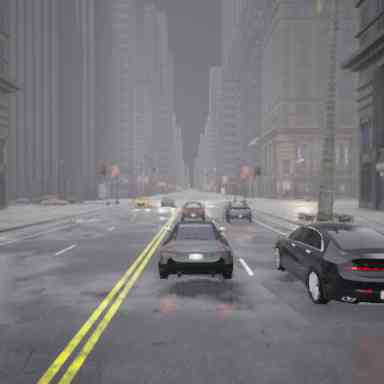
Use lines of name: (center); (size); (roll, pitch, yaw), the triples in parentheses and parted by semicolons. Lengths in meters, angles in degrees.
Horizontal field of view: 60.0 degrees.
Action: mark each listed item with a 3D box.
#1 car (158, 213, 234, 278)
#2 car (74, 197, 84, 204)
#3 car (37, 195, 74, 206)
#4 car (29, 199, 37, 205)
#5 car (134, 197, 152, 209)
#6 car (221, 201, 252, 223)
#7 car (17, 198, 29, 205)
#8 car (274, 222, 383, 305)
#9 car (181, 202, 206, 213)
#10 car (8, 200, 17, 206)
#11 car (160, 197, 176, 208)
car: (0.097, 1.553, 10.144); (1.994, 1.385, 4.181); (0, 0, 0)
car: (-23.999, 1.717, 66.667); (4.507, 1.381, 1.887); (-1, 1, 0)
car: (-23.857, 1.747, 58.139); (4.829, 1.417, 1.752); (-1, 1, 0)
car: (-29.090, 1.557, 66.679); (5.009, 1.841, 2.192); (-1, 1, 0)
car: (-6.559, 1.406, 45.279); (1.882, 1.535, 5.008); (0, 0, 1)
car: (3.344, 1.458, 25.335); (2.128, 1.511, 4.902); (0, 0, 0)
car: (-34.173, 1.892, 66.700); (4.206, 1.307, 1.802); (-1, 1, 0)
car: (3.347, 1.497, 8.047); (1.837, 1.490, 4.892); (0, 0, 0)
car: (0.092, 1.490, 26.396); (1.812, 1.442, 4.674); (0, 0, 0)
car: (-33.798, 1.907, 58.160); (4.403, 1.369, 2.008); (-1, 1, 0)
car: (-3.303, 1.433, 46.199); (1.837, 1.490, 4.892); (0, 0, 1)
